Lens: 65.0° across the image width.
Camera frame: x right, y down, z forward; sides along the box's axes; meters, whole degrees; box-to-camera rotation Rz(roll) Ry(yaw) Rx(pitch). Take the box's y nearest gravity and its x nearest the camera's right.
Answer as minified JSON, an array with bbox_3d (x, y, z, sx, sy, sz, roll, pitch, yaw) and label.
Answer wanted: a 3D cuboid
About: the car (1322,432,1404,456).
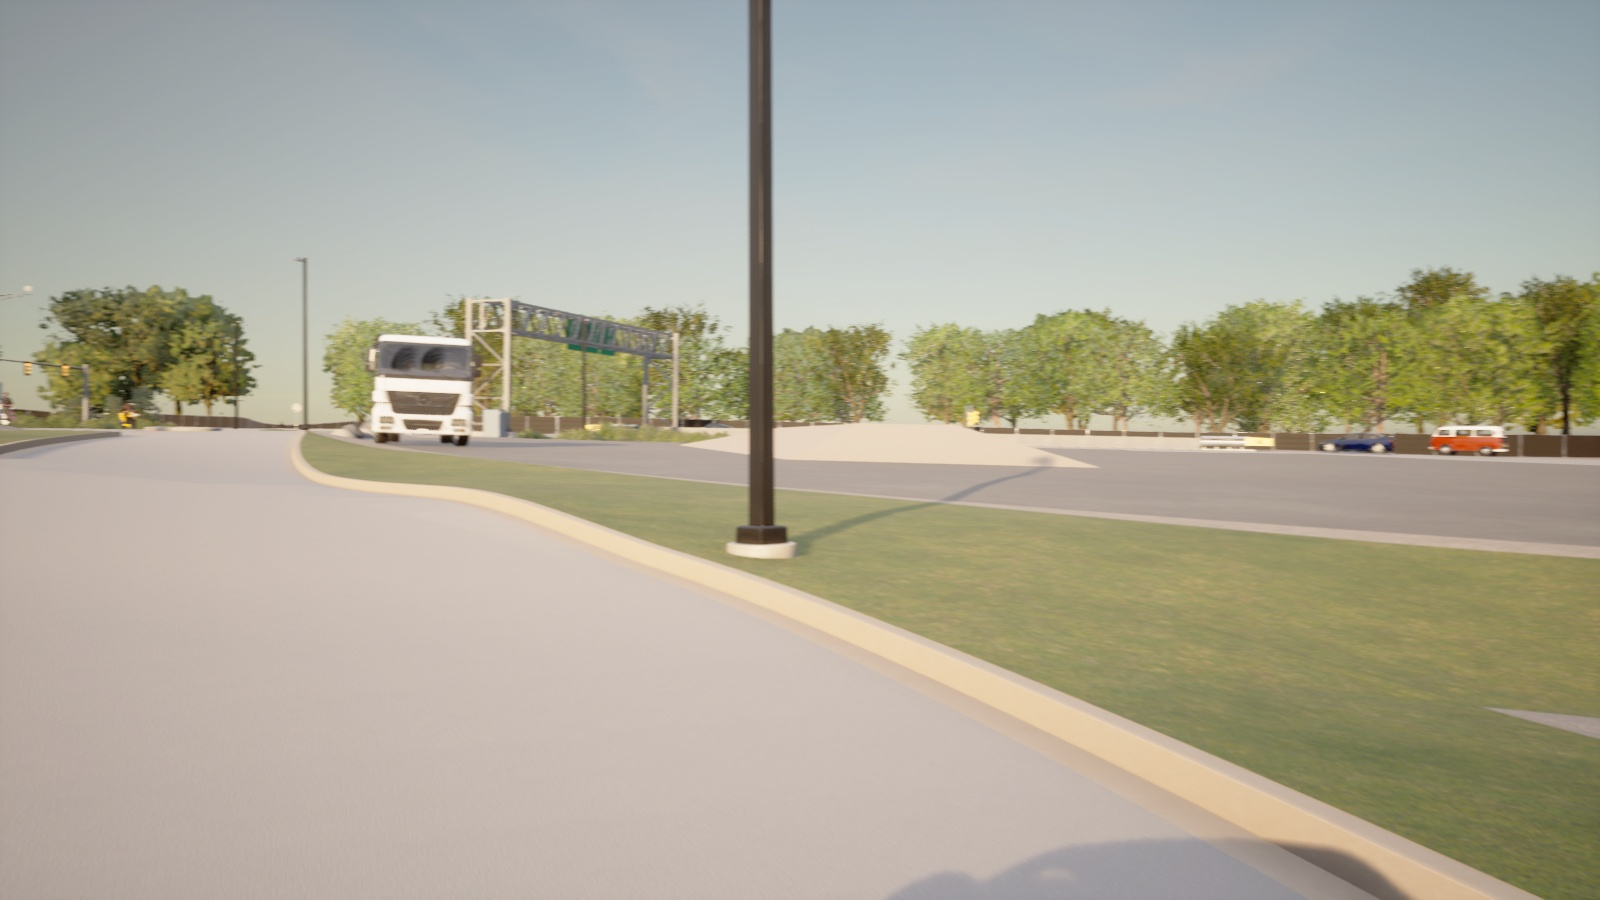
[{"bbox_3d":[37.810,-0.419,84.382,4.792,1.488,2.163,2,1,29],"label":"car"}]

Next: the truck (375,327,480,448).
[{"bbox_3d":[-12.236,-1.945,41.094,2.891,3.462,7.936,2,1,-17],"label":"truck"}]

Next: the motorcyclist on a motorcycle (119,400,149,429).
[{"bbox_3d":[-35.965,-1.928,67.803,2.044,1.523,0.797,1,1,42],"label":"motorcyclist on a motorcycle"}]

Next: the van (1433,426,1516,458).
[{"bbox_3d":[45.034,-0.536,83.904,4.480,2.038,2.069,2,1,40],"label":"van"}]
